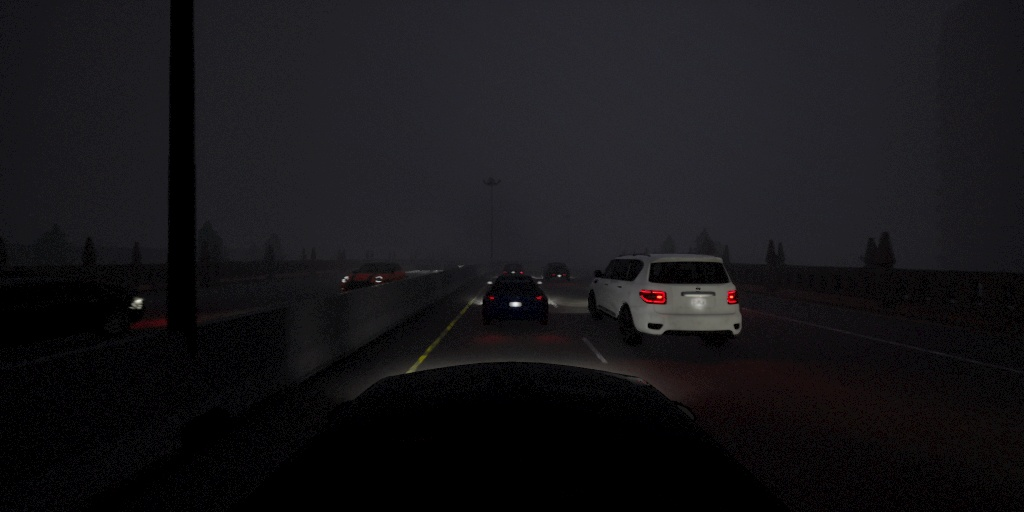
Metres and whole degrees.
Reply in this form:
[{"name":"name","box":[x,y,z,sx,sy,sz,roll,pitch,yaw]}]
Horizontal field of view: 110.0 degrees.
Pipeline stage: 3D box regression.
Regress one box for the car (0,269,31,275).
[{"name":"car","box":[-14.101,1.102,8.379,2.097,1.767,4.553,0,0,0]}]

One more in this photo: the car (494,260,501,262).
[{"name":"car","box":[-2.439,1.351,60.147,1.895,1.301,4.718,0,0,17]}]

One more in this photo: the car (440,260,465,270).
[{"name":"car","box":[-8.235,1.315,51.454,1.994,1.385,4.181,0,0,12]}]

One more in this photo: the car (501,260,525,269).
[{"name":"car","box":[0.120,1.298,29.725,2.033,1.411,5.357,0,0,1]}]

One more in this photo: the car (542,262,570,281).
[{"name":"car","box":[3.627,1.256,29.713,1.837,1.490,4.892,0,0,1]}]

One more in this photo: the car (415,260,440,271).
[{"name":"car","box":[-11.917,1.298,51.176,2.033,1.411,5.357,0,0,11]}]

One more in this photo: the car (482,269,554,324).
[{"name":"car","box":[0.096,1.314,11.980,1.994,1.385,4.181,0,0,0]}]

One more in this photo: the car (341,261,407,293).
[{"name":"car","box":[-7.090,1.102,18.859,2.097,1.767,4.553,0,0,0]}]

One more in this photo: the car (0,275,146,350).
[{"name":"car","box":[-10.602,1.255,7.401,1.837,1.490,4.892,0,0,0]}]

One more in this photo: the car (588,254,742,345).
[{"name":"car","box":[3.596,0.972,9.597,2.150,2.045,5.566,0,0,0]}]
